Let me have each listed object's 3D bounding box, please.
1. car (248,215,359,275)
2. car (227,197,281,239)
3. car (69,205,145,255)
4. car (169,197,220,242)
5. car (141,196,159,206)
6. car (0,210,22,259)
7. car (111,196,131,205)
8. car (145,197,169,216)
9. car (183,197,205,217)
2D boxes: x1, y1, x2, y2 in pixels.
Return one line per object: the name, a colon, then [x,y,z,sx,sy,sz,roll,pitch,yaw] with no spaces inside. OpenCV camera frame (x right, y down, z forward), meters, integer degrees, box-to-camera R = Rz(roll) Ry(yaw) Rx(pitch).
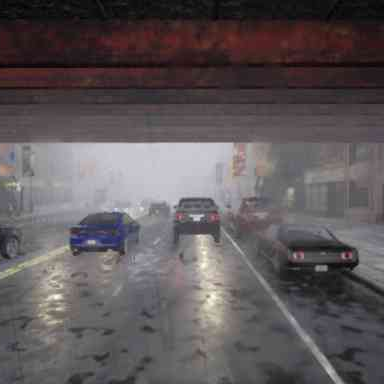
car: [3.224,1.623,10.531,1.895,1.301,4.718,0,0,0]
car: [3.177,1.277,17.928,2.435,2.045,5.566,0,0,0]
car: [-3.303,1.514,13.478,1.882,1.535,5.008,0,0,0]
car: [0.213,1.267,16.895,2.150,2.045,5.566,0,0,0]
car: [-6.964,1.618,53.065,1.882,1.535,5.008,0,0,0]
car: [-7.040,1.518,10.003,2.128,1.511,4.902,0,0,1]
car: [-10.474,1.660,50.761,1.812,1.442,4.674,0,0,0]
car: [-3.284,1.595,34.078,1.837,1.490,4.892,0,0,0]
car: [0.216,1.442,33.727,2.097,1.767,4.553,0,0,0]
